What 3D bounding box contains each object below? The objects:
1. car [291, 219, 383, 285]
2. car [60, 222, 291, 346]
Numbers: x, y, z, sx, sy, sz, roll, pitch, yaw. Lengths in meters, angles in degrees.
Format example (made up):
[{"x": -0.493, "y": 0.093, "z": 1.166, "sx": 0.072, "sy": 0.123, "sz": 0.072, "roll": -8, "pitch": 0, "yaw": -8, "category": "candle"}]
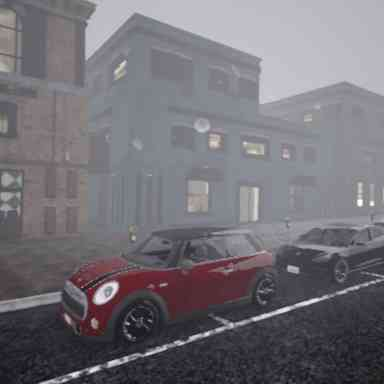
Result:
[{"x": 4.331, "y": 1.581, "z": 9.633, "sx": 4.313, "sy": 1.339, "sz": 1.947, "roll": 0, "pitch": 1, "yaw": -35, "category": "car"}, {"x": -0.298, "y": 1.446, "z": 6.330, "sx": 4.097, "sy": 1.590, "sz": 1.967, "roll": 0, "pitch": 1, "yaw": -35, "category": "car"}]
